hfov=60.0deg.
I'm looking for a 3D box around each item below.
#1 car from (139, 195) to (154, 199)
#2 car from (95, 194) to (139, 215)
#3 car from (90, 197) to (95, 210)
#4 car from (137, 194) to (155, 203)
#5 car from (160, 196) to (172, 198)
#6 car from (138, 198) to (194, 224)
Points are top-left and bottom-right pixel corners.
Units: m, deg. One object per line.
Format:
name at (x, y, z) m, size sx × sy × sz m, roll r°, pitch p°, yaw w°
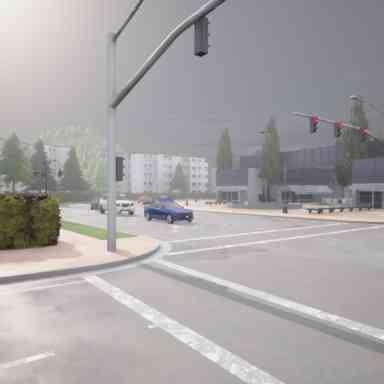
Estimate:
car at (-7.305, 1.547, 57.904) m, size 2.033 × 1.411 × 5.357 m, roll 0°, pitch 0°, yaw 1°
car at (-7.659, 1.221, 33.513) m, size 2.150 × 2.045 × 5.566 m, roll 0°, pitch 0°, yaw -32°
car at (-11.973, 1.352, 42.899) m, size 2.097 × 1.767 × 4.553 m, roll 0°, pitch 0°, yaw -17°
car at (-9.346, 1.352, 68.092) m, size 2.097 × 1.767 × 4.553 m, roll 0°, pitch 0°, yaw 15°
car at (-5.332, 1.477, 69.565) m, size 1.882 × 1.535 × 5.008 m, roll 0°, pitch 0°, yaw 20°
car at (-1.849, 1.478, 25.333) m, size 1.882 × 1.535 × 5.008 m, roll 0°, pitch 0°, yaw -37°
